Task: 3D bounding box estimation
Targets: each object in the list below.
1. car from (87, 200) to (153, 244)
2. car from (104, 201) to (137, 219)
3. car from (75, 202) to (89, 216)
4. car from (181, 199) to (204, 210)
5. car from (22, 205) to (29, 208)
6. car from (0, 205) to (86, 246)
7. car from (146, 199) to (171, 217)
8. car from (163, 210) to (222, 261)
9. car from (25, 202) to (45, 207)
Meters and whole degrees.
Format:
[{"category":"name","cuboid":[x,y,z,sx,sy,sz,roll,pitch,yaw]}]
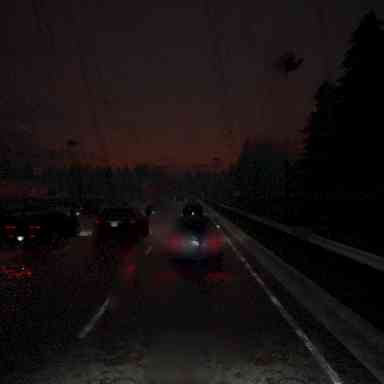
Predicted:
[{"category":"car","cuboid":[-3.400,1.470,16.682,2.097,1.767,4.553,0,0,0]},{"category":"car","cuboid":[-6.892,1.717,32.651,2.128,1.511,4.902,0,0,0]},{"category":"car","cuboid":[-10.392,1.731,32.713,1.837,1.490,4.892,0,0,0]},{"category":"car","cuboid":[0.107,1.733,32.728,1.837,1.490,4.892,0,0,0]},{"category":"car","cuboid":[-10.400,1.620,16.587,1.837,1.490,4.892,0,-1,0]},{"category":"car","cuboid":[-6.902,1.617,15.831,1.837,1.490,4.892,0,0,0]},{"category":"car","cuboid":[-3.392,1.733,32.696,1.837,1.490,4.892,0,0,0]},{"category":"car","cuboid":[0.090,1.636,12.575,2.033,1.411,5.357,0,0,0]},{"category":"car","cuboid":[-15.285,1.730,32.598,1.837,1.490,4.892,1,0,-12]}]
